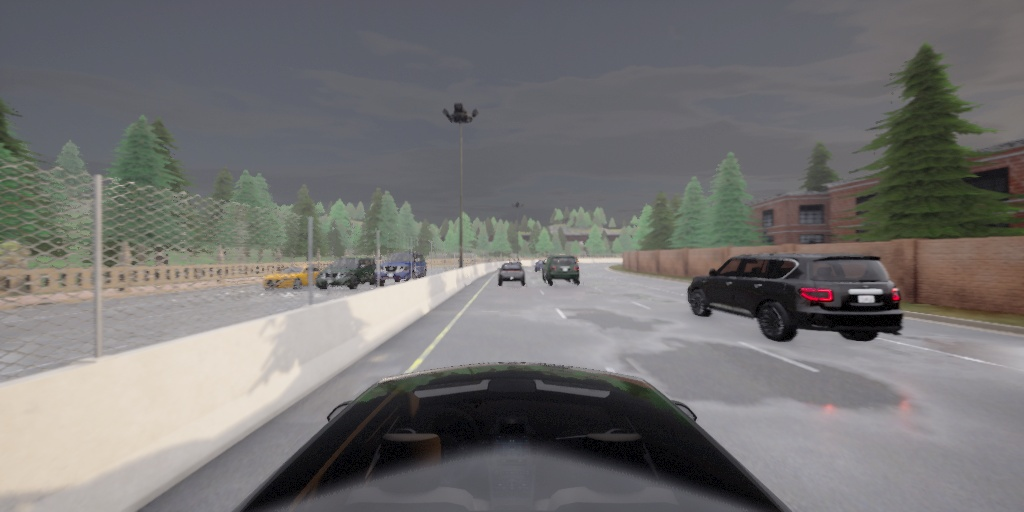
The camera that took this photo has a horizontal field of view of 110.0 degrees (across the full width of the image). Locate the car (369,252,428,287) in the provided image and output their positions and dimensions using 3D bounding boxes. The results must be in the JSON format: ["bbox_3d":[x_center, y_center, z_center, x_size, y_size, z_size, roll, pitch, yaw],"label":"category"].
[{"bbox_3d":[-7.112,0.745,23.689,2.150,2.045,5.566,0,0,0],"label":"car"}]

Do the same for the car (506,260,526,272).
[{"bbox_3d":[0.560,1.279,47.631,2.128,1.511,4.902,-1,0,7],"label":"car"}]

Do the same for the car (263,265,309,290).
[{"bbox_3d":[-14.109,1.350,23.684,1.882,1.535,5.008,0,0,0],"label":"car"}]

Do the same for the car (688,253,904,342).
[{"bbox_3d":[7.057,0.947,9.836,2.150,2.045,5.566,0,0,0],"label":"car"}]

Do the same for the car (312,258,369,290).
[{"bbox_3d":[-10.610,1.130,23.671,2.150,2.045,5.566,0,0,0],"label":"car"}]

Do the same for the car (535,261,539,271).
[{"bbox_3d":[4.140,1.297,48.306,1.812,1.442,4.674,-1,0,7],"label":"car"}]

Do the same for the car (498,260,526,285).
[{"bbox_3d":[-0.022,1.263,26.206,2.128,1.511,4.902,0,0,0],"label":"car"}]

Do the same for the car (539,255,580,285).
[{"bbox_3d":[3.478,0.978,26.168,2.150,2.045,5.566,0,0,0],"label":"car"}]
